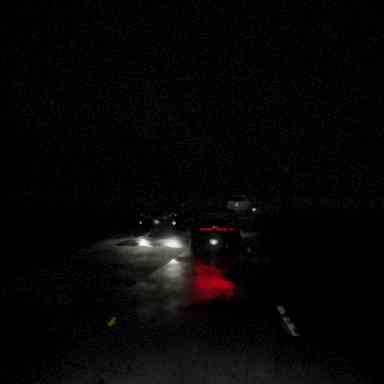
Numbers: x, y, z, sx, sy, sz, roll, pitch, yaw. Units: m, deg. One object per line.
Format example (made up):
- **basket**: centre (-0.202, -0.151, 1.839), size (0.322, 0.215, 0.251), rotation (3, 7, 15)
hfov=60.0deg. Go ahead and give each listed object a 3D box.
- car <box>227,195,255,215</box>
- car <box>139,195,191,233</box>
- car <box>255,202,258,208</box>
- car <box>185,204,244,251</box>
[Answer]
- **car**: centre (5.071, 1.341, 35.120), size (2.150, 2.045, 5.566), rotation (0, -1, 15)
- **car**: centre (-1.429, 1.203, 20.003), size (2.150, 2.045, 5.566), rotation (0, 0, 9)
- **car**: centre (10.529, 2.289, 59.716), size (1.895, 1.301, 4.718), rotation (-1, -2, 21)
- **car**: centre (1.021, 1.462, 13.843), size (1.837, 1.490, 4.892), rotation (0, 0, 6)
